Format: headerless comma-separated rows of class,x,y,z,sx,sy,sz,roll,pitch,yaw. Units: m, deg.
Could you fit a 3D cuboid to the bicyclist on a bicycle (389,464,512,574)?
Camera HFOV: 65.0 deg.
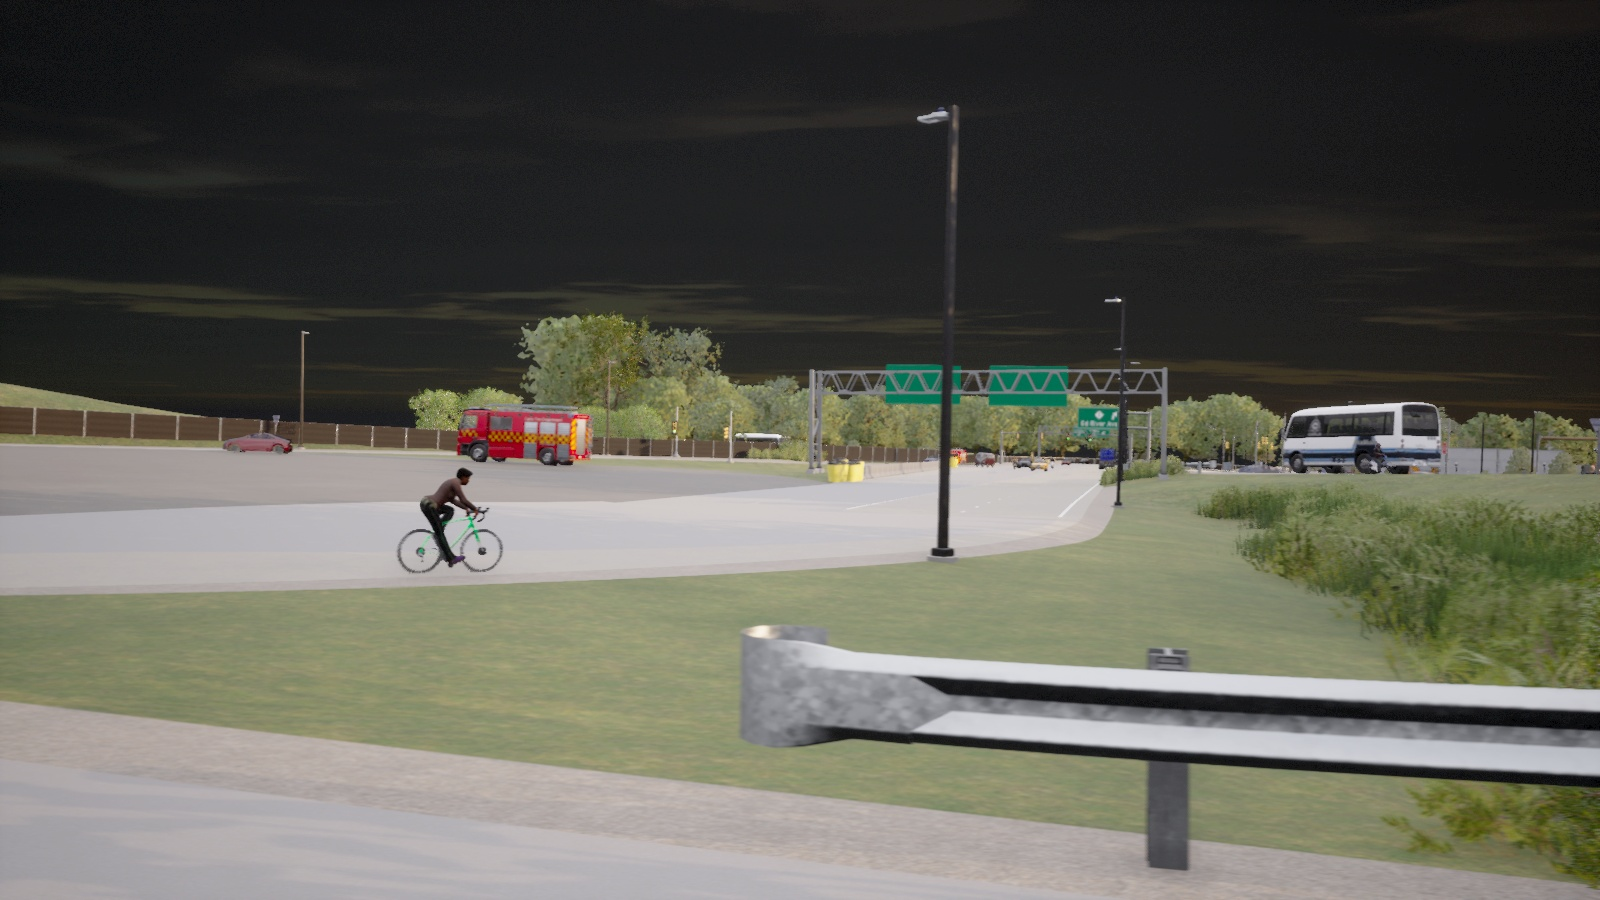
bicyclist on a bicycle,-5.353,1.059,19.283,1.656,1.620,0.582,3,-1,-34

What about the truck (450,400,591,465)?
truck,-18.125,-1.146,81.380,8.468,3.827,2.891,3,1,18

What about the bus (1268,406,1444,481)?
bus,34.275,-0.340,78.058,3.944,4.253,10.273,2,-1,-19

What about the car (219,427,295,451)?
car,-35.273,-0.715,81.682,4.181,1.385,1.994,3,1,-12
